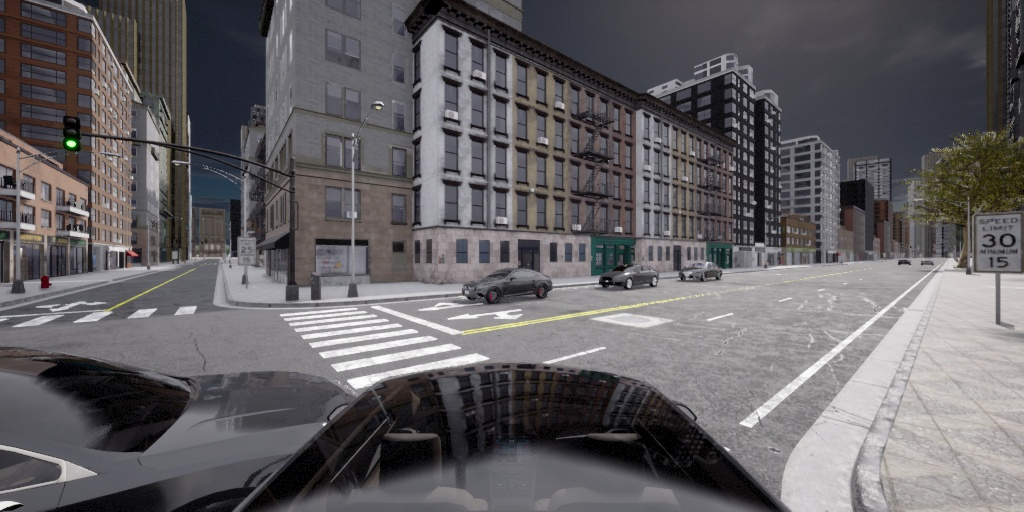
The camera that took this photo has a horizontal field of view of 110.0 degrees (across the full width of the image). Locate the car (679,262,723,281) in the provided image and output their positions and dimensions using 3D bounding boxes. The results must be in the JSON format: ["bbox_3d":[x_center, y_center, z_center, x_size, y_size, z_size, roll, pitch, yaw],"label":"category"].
[{"bbox_3d":[15.538,1.235,29.467,4.902,1.511,2.128,0,0,-39],"label":"car"}]

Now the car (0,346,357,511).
[{"bbox_3d":[-3.229,1.257,1.721,4.892,1.490,1.837,0,0,-35],"label":"car"}]

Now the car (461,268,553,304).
[{"bbox_3d":[-0.109,1.286,16.706,4.674,1.442,1.812,0,0,-39],"label":"car"}]

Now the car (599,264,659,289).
[{"bbox_3d":[7.556,1.258,22.963,4.892,1.490,1.837,0,0,-39],"label":"car"}]
